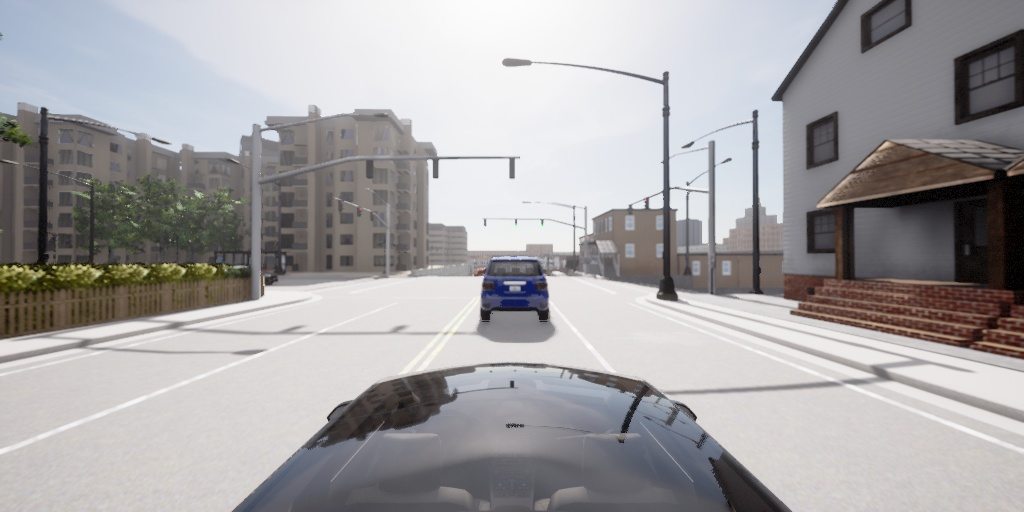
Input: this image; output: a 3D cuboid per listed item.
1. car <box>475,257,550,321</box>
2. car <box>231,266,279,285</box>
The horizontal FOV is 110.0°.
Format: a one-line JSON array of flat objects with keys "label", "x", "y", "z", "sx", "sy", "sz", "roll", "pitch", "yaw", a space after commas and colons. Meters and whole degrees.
[{"label": "car", "x": 0.099, "y": 1.077, "z": 13.049, "sx": 2.150, "sy": 2.045, "sz": 5.566, "roll": 0, "pitch": -1, "yaw": 0}, {"label": "car", "x": -20.354, "y": 1.496, "z": 27.109, "sx": 4.892, "sy": 1.490, "sz": 1.837, "roll": 0, "pitch": -1, "yaw": 1}]
